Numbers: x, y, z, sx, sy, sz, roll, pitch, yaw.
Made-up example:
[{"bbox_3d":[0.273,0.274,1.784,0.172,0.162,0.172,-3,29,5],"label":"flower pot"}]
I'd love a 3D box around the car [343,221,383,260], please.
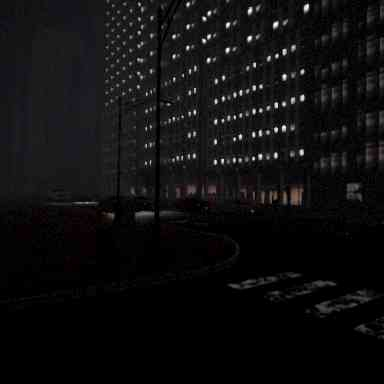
[{"bbox_3d":[7.070,1.629,10.534,1.994,1.385,4.181,1,0,-35],"label":"car"}]

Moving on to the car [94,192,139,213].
[{"bbox_3d":[-7.123,1.038,30.925,1.882,1.535,5.008,1,0,-35],"label":"car"}]

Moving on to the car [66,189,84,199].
[{"bbox_3d":[-23.110,0.415,65.609,2.097,1.767,4.553,1,0,-35],"label":"car"}]

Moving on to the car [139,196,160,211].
[{"bbox_3d":[-5.014,1.121,33.584,1.812,1.442,4.674,1,0,-35],"label":"car"}]

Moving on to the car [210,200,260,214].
[{"bbox_3d":[4.223,1.404,32.035,1.895,1.301,4.718,1,0,-35],"label":"car"}]

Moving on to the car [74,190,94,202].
[{"bbox_3d":[-17.118,0.825,51.132,1.994,1.385,4.181,1,0,-35],"label":"car"}]

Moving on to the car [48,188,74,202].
[{"bbox_3d":[-19.805,0.415,49.316,2.150,2.045,5.566,1,0,-35],"label":"car"}]

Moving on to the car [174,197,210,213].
[{"bbox_3d":[0.012,1.235,32.389,1.812,1.442,4.674,1,0,-35],"label":"car"}]
